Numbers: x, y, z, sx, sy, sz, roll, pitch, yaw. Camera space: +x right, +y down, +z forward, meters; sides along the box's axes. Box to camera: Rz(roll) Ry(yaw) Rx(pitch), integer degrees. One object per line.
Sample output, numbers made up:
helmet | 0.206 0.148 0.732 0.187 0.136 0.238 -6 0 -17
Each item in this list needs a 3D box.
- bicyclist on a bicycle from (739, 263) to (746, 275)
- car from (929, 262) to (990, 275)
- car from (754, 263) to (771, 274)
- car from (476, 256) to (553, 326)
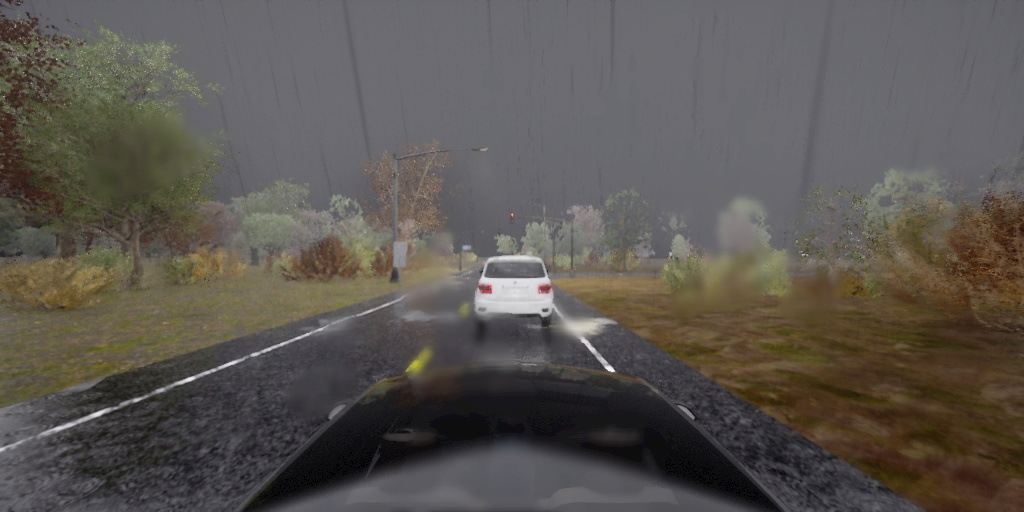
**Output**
bicyclist on a bicycle | 23.934 1.376 37.297 0.582 1.620 1.656 0 -1 1
car | 48.984 1.441 39.238 4.902 1.511 2.128 0 0 5
car | 29.011 1.513 43.471 4.181 1.385 1.994 0 0 2
car | 0.069 1.018 11.934 2.150 2.045 5.566 0 0 0
